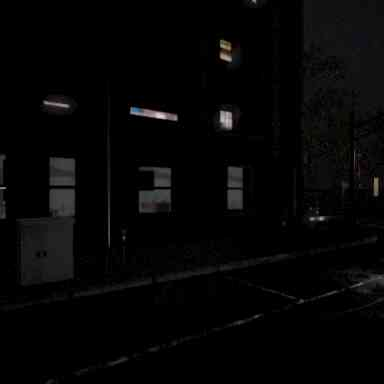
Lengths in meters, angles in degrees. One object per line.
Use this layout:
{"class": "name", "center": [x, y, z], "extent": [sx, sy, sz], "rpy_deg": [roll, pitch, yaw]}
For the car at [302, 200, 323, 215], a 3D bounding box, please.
{"class": "car", "center": [8.142, 1.132, 27.866], "extent": [2.033, 1.411, 5.357], "rpy_deg": [0, 1, -36]}
